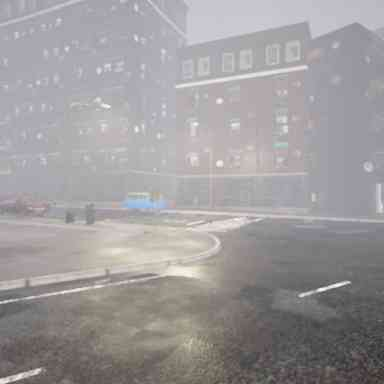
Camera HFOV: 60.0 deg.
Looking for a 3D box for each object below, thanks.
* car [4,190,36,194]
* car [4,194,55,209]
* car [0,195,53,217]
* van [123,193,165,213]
[{"bbox_3d":[-19.764,0.647,37.691,5.009,1.841,2.192,1,0,25],"label":"car"},{"bbox_3d":[-14.173,1.109,28.738,4.718,1.301,1.895,1,1,25],"label":"car"},{"bbox_3d":[-13.118,1.139,25.419,4.206,1.307,1.802,1,-1,25],"label":"car"},{"bbox_3d":[-4.408,0.976,30.649,3.998,1.788,1.690,1,0,25],"label":"van"}]
